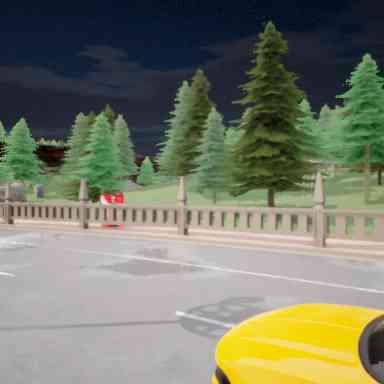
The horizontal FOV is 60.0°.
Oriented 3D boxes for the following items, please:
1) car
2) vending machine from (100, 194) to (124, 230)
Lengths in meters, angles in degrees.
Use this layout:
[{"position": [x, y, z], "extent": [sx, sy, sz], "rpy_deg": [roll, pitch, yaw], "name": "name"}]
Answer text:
[{"position": [2.452, 1.463, 2.066], "extent": [5.008, 1.535, 1.882], "rpy_deg": [0, 0, 36], "name": "car"}, {"position": [-4.776, 1.154, 19.901], "extent": [0.880, 2.100, 1.100], "rpy_deg": [0, 0, 28], "name": "vending machine"}]
